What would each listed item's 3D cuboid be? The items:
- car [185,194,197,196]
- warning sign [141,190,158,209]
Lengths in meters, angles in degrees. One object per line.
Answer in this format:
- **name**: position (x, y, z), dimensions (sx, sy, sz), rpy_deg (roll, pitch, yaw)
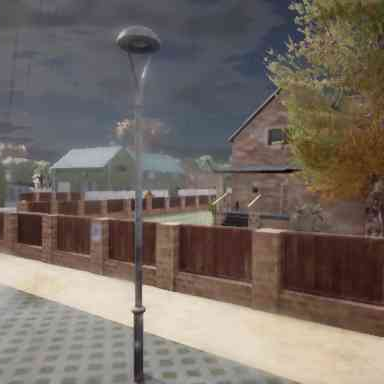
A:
- **car**: position (0.272, 0.972, 44.394), dimensions (1.895, 1.301, 4.718), rpy_deg (2, 2, 35)
- **warning sign**: position (-4.289, 0.750, 33.561), dimensions (1.300, 1.860, 1.060), rpy_deg (1, 0, 35)
